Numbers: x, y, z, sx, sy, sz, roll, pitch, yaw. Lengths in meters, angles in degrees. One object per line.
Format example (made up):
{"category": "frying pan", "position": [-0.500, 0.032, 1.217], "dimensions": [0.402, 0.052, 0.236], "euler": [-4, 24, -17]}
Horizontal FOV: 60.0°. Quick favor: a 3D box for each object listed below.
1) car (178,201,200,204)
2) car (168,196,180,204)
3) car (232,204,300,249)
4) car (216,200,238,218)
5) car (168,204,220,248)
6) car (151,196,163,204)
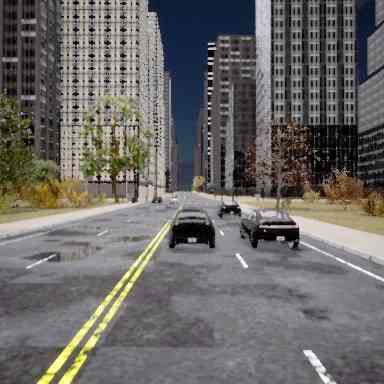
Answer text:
{"category": "car", "position": [0.011, 1.610, 29.659], "dimensions": [1.895, 1.301, 4.718], "euler": [0, 0, 0]}
{"category": "car", "position": [-3.227, 1.519, 62.654], "dimensions": [1.812, 1.442, 4.674], "euler": [0, 0, 0]}
{"category": "car", "position": [3.255, 1.494, 14.626], "dimensions": [2.128, 1.511, 4.902], "euler": [0, 0, 0]}
{"category": "car", "position": [3.261, 1.489, 29.628], "dimensions": [2.128, 1.511, 4.902], "euler": [0, 0, 0]}
{"category": "car", "position": [0.005, 1.516, 14.627], "dimensions": [1.837, 1.490, 4.892], "euler": [0, 0, 0]}
{"category": "car", "position": [-6.477, 1.519, 62.655], "dimensions": [1.837, 1.490, 4.892], "euler": [0, 0, 0]}
